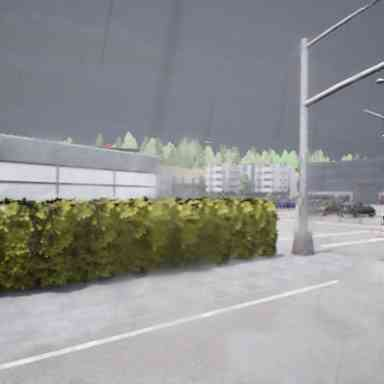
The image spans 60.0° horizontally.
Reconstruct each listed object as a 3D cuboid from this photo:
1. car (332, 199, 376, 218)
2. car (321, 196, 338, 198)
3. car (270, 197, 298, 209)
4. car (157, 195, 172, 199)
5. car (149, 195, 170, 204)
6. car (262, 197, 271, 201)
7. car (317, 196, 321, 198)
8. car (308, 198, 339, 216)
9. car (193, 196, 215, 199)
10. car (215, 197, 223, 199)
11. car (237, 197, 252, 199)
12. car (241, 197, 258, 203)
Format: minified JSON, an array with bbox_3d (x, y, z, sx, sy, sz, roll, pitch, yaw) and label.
[{"bbox_3d":[16.376,1.740,32.996,4.514,1.523,2.007,1,-1,-35],"label":"car"},{"bbox_3d":[27.184,1.824,63.227,4.605,1.855,1.932,1,-1,-35],"label":"car"},{"bbox_3d":[14.043,1.816,49.644,3.633,1.501,1.845,1,-1,-35],"label":"car"},{"bbox_3d":[-5.124,1.763,63.592,3.806,1.475,1.970,1,-1,-35],"label":"car"},{"bbox_3d":[-6.524,1.487,66.670,3.866,1.878,1.905,1,-1,-35],"label":"car"},{"bbox_3d":[17.854,1.876,75.861,5.027,1.636,2.152,1,-1,-35],"label":"car"},{"bbox_3d":[25.182,1.799,65.373,3.866,1.878,1.905,1,-1,-35],"label":"car"},{"bbox_3d":[14.537,1.731,35.538,5.027,1.636,2.152,1,-1,-35],"label":"car"},{"bbox_3d":[1.808,1.605,68.480,4.605,1.855,1.932,1,-1,-35],"label":"car"},{"bbox_3d":[6.037,1.930,79.902,4.514,1.523,2.007,1,-1,-35],"label":"car"},{"bbox_3d":[8.356,1.796,57.860,4.514,1.523,2.007,1,-1,-35],"label":"car"},{"bbox_3d":[13.913,1.951,80.936,3.806,1.475,1.970,1,-1,-35],"label":"car"}]
